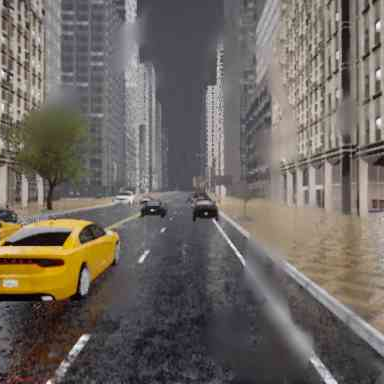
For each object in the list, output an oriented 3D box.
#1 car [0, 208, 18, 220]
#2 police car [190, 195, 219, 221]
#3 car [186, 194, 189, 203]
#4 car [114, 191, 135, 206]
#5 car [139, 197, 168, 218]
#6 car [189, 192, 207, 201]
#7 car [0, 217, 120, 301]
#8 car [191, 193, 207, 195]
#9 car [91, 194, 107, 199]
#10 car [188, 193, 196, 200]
[{"bbox_3d":[-6.603,1.421,9.024,1.882,1.535,5.008,0,0,0],"label":"car"},{"bbox_3d":[0.969,1.269,25.375,1.930,1.638,5.238,0,0,0],"label":"police car"},{"bbox_3d":[-0.012,0.989,59.445,2.097,1.767,4.553,0,0,0],"label":"car"},{"bbox_3d":[-9.845,0.918,48.815,2.150,2.045,5.566,0,1,0],"label":"car"},{"bbox_3d":[-3.154,1.389,28.449,1.994,1.385,4.181,0,0,0],"label":"car"},{"bbox_3d":[0.966,0.972,41.297,2.150,2.045,5.566,0,0,0],"label":"car"},{"bbox_3d":[-3.139,1.426,8.261,1.882,1.535,5.008,0,0,0],"label":"car"},{"bbox_3d":[0.967,1.238,35.457,1.801,1.575,5.366,0,0,0],"label":"car"},{"bbox_3d":[-25.691,1.269,92.131,4.403,1.369,2.008,-1,0,-1],"label":"car"},{"bbox_3d":[-0.017,1.006,77.423,1.882,1.535,5.008,0,0,0],"label":"car"}]
